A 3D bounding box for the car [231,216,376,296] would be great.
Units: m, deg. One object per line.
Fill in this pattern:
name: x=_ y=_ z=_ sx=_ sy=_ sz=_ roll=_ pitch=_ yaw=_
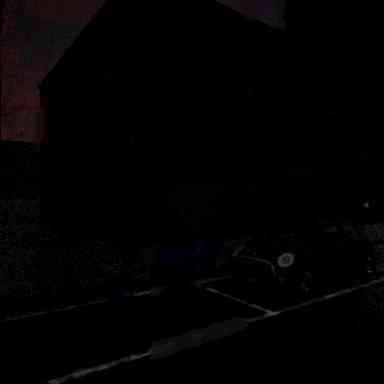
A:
car: x=2.938 y=1.460 z=8.631 sx=4.097 sy=1.590 sz=1.967 roll=0 pitch=0 yaw=-36
